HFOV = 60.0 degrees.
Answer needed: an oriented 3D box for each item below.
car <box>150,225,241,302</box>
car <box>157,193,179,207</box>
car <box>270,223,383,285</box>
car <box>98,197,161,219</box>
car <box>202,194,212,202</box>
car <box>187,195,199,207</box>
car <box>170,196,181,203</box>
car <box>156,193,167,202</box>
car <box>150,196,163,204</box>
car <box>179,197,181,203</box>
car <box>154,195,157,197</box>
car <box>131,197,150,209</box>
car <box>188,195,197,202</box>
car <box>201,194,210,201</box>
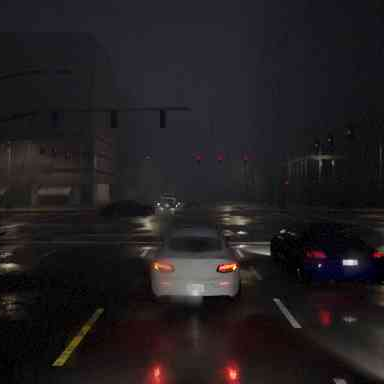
[{"bbox_3d":[0.077,1.526,8.165,1.812,1.442,4.674,0,0,0],"label":"car"},{"bbox_3d":[-3.543,1.222,50.583,2.150,2.045,5.566,0,0,0],"label":"car"},{"bbox_3d":[3.587,1.564,9.531,1.994,1.385,4.181,0,0,0],"label":"car"},{"bbox_3d":[-5.572,1.449,28.894,5.008,1.535,1.882,0,1,-35],"label":"car"},{"bbox_3d":[3.568,1.546,78.429,1.994,1.385,4.181,0,0,0],"label":"car"},{"bbox_3d":[0.143,1.601,52.452,1.895,1.301,4.718,0,0,0],"label":"car"},{"bbox_3d":[-3.439,1.553,70.423,1.994,1.385,4.181,0,0,0],"label":"car"},{"bbox_3d":[-6.934,1.225,76.512,2.150,2.045,5.566,0,0,0],"label":"car"},{"bbox_3d":[-6.977,1.564,65.821,1.994,1.385,4.181,0,0,1],"label":"car"},{"bbox_3d":[-3.518,1.478,60.586,1.882,1.535,5.008,0,0,0],"label":"car"},{"bbox_3d":[-7.038,1.547,55.865,2.033,1.411,5.357,0,0,0],"label":"car"},{"bbox_3d":[-7.082,1.478,46.101,1.882,1.535,5.008,0,0,1],"label":"car"},{"bbox_3d":[0.068,1.518,77.875,2.128,1.511,4.902,0,0,0],"label":"car"},{"bbox_3d":[3.576,1.316,86.954,2.097,1.767,4.553,0,0,0],"label":"car"}]
